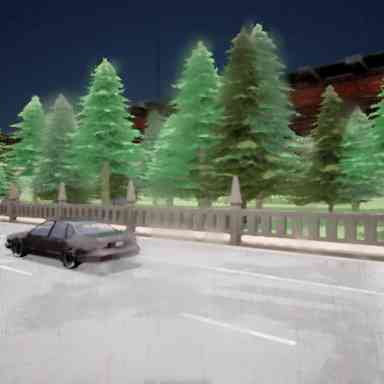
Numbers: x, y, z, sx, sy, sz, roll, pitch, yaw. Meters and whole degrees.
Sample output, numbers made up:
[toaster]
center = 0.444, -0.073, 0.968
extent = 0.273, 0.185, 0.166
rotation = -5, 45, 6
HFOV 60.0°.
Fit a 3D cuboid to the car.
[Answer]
[car]
center = -4.154, 1.574, 11.212
extent = 5.357, 1.411, 2.033
rotation = 0, 0, 36
